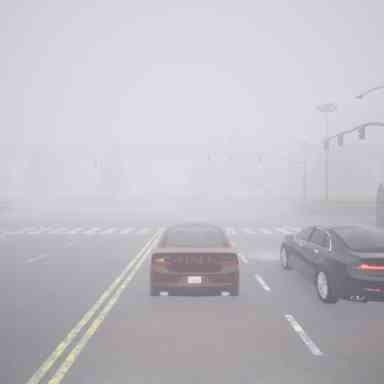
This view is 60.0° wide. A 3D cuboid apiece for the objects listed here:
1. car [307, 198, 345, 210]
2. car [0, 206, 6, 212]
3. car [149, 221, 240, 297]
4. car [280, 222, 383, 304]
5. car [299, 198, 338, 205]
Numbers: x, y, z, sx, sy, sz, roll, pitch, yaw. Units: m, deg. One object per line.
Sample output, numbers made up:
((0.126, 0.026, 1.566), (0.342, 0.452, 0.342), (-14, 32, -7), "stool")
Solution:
((17.494, 1.560, 43.640), (4.181, 1.385, 1.994), (0, 0, 0), "car")
((-21.533, 1.545, 33.080), (5.357, 1.411, 2.033), (0, 0, 0), "car")
((0.055, 1.477, 8.640), (1.882, 1.535, 5.008), (0, 0, 0), "car")
((3.554, 1.504, 8.128), (1.837, 1.490, 4.892), (0, 0, 0), "car")
((16.176, 1.544, 40.144), (5.357, 1.411, 2.033), (0, 0, 0), "car")
